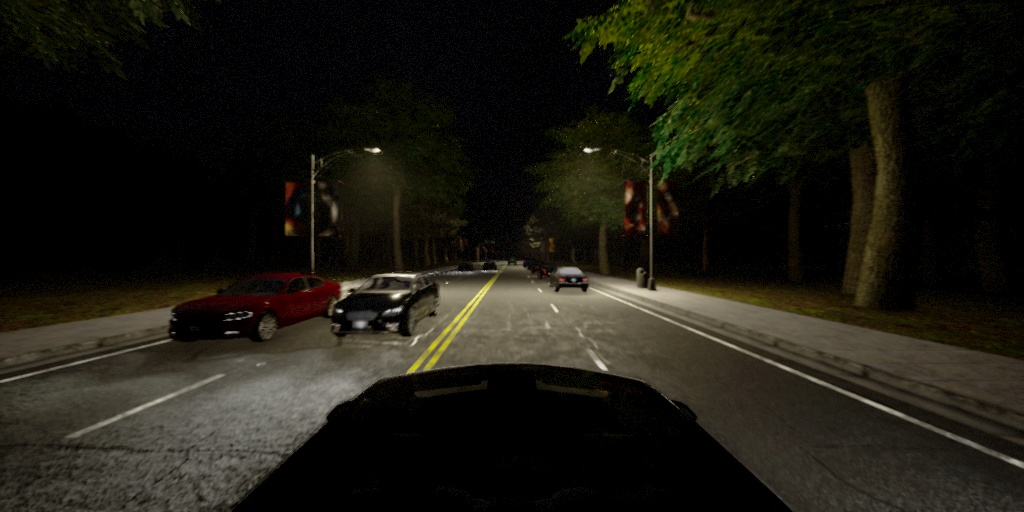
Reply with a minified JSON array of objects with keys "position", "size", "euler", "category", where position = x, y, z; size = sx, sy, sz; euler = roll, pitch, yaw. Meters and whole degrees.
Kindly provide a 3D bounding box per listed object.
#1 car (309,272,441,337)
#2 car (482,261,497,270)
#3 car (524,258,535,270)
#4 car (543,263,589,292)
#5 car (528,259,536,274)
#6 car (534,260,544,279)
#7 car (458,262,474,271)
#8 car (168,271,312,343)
[{"position":[-3.342,1.243,10.351],"size":[2.128,1.511,4.902],"euler":[0,0,0],"category":"car"},{"position":[-3.268,1.447,53.737],"size":[1.994,1.385,4.181],"euler":[0,0,1],"category":"car"},{"position":[3.275,1.390,54.444],"size":[1.837,1.490,4.892],"euler":[0,0,0],"category":"car"},{"position":[3.259,1.307,21.442],"size":[2.033,1.411,5.357],"euler":[0,0,0],"category":"car"},{"position":[3.269,1.365,43.444],"size":[1.812,1.442,4.674],"euler":[0,0,0],"category":"car"},{"position":[3.264,1.317,32.444],"size":[1.812,1.442,4.674],"euler":[0,0,0],"category":"car"},{"position":[-6.531,1.473,51.102],"size":[1.895,1.301,4.718],"euler":[0,0,1],"category":"car"},{"position":[-6.592,1.230,9.938],"size":[1.882,1.535,5.008],"euler":[0,0,0],"category":"car"}]
